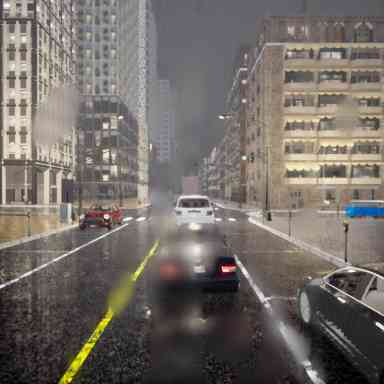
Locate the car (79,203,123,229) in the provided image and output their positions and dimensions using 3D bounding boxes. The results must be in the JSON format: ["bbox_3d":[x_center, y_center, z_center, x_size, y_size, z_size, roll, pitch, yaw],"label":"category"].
[{"bbox_3d":[-5.715,1.442,21.132,1.967,1.590,4.097,0,0,0],"label":"car"}]

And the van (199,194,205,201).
[{"bbox_3d":[2.591,1.382,86.923,1.690,1.788,3.998,0,0,0],"label":"van"}]

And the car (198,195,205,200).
[{"bbox_3d":[2.586,1.597,92.473,2.008,1.369,4.403,0,0,0],"label":"car"}]

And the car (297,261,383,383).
[{"bbox_3d":[2.685,1.551,4.195,2.008,1.369,4.403,0,0,0],"label":"car"}]

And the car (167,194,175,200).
[{"bbox_3d":[-5.795,1.486,92.463,1.967,1.590,4.097,0,0,0],"label":"car"}]

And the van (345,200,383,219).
[{"bbox_3d":[16.894,1.708,31.891,3.998,1.788,1.690,1,-1,0],"label":"van"}]

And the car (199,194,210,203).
[{"bbox_3d":[2.610,1.342,70.270,2.192,1.841,5.009,0,0,0],"label":"car"}]

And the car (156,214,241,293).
[{"bbox_3d":[0.094,1.548,8.969,2.033,1.411,5.357,0,0,-1],"label":"car"}]

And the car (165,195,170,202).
[{"bbox_3d":[-5.776,1.556,75.640,1.752,1.417,4.829,0,0,0],"label":"car"}]

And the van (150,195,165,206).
[{"bbox_3d":[-5.751,1.356,53.606,1.690,1.788,3.998,0,0,0],"label":"van"}]

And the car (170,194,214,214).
[{"bbox_3d":[0.084,1.223,19.220,2.150,2.045,5.566,0,0,0],"label":"car"}]
